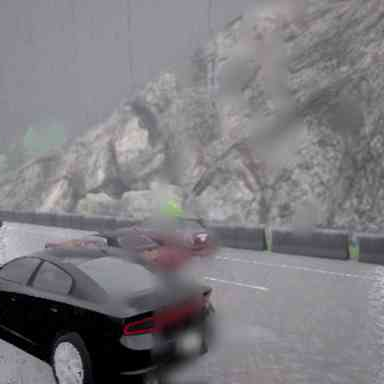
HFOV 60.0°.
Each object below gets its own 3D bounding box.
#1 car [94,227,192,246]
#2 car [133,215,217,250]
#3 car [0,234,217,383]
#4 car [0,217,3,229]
[{"bbox_3d":[-2.544,1.866,10.149,4.718,1.301,1.895,0,-2,36],"label":"car"},{"bbox_3d":[-1.296,1.751,13.588,4.553,1.767,2.097,0,-2,36],"label":"car"},{"bbox_3d":[-1.993,1.611,5.397,5.008,1.535,1.882,0,-2,36],"label":"car"},{"bbox_3d":[-15.486,1.923,24.076,4.181,1.385,1.994,0,-2,36],"label":"car"}]
